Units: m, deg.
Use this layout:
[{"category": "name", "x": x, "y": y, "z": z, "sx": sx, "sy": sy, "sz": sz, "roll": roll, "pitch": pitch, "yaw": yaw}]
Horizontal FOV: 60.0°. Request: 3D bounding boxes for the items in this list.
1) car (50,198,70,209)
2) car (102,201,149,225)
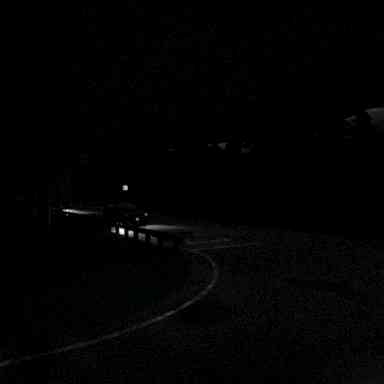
[{"category": "car", "x": -16.126, "y": 1.422, "z": 39.993, "sx": 1.895, "sy": 1.301, "sz": 4.718, "roll": 0, "pitch": 0, "yaw": -32}, {"category": "car", "x": -4.499, "y": 1.346, "z": 21.795, "sx": 1.812, "sy": 1.442, "sz": 4.674, "roll": 0, "pitch": 0, "yaw": -33}]
